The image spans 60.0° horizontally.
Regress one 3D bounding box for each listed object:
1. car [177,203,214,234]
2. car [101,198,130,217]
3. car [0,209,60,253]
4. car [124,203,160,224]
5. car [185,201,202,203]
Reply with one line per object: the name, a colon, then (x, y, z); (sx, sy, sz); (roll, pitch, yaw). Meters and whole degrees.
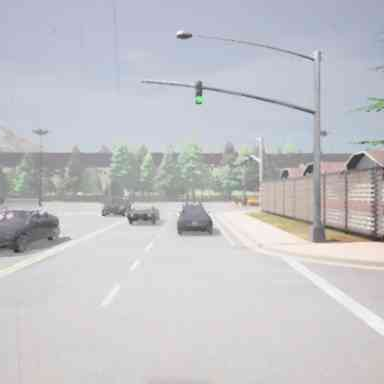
car: (0.148, 1.555, 18.976); (1.994, 1.385, 4.181); (0, 0, -1)
car: (-6.998, 1.347, 31.262); (2.097, 1.767, 4.553); (0, 0, 0)
car: (-7.093, 1.485, 13.692); (2.128, 1.511, 4.902); (0, 0, 0)
car: (-3.398, 1.589, 24.296); (1.895, 1.301, 4.718); (0, 0, 0)
car: (0.119, 1.478, 27.879); (2.128, 1.511, 4.902); (0, 0, 1)
